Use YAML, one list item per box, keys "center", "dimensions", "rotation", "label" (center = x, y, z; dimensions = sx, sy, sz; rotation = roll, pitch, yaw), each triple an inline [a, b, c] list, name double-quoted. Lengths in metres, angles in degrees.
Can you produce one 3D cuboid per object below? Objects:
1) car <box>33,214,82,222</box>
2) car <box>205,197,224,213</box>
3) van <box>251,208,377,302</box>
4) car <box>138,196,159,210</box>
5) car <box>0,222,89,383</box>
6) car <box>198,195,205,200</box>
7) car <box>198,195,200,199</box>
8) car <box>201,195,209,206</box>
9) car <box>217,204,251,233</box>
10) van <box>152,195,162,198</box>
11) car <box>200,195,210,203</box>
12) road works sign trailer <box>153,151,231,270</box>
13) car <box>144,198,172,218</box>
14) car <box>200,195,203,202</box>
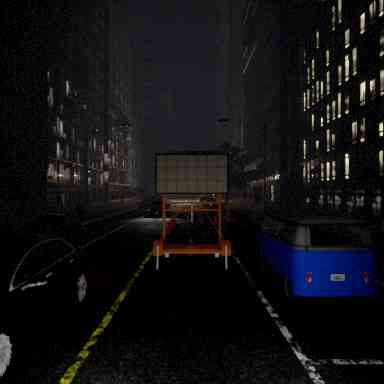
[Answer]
- center: [-5.692, 1.582, 13.678]
  dimensions: [1.802, 1.307, 4.206]
  rotation: [0, 0, 0]
  label: "car"
- center: [2.687, 1.581, 36.446]
  dimensions: [1.802, 1.307, 4.206]
  rotation: [0, 0, 0]
  label: "car"
- center: [2.689, 1.341, 7.984]
  dimensions: [1.690, 1.788, 3.998]
  rotation: [0, 0, 0]
  label: "van"
- center: [-5.694, 1.548, 42.141]
  dimensions: [2.008, 1.369, 4.403]
  rotation: [0, 0, 0]
  label: "car"
- center: [-3.100, 1.505, 5.259]
  dimensions: [1.837, 1.490, 4.892]
  rotation: [0, 0, 0]
  label: "car"
- center: [2.683, 1.462, 93.371]
  dimensions: [1.887, 1.381, 4.507]
  rotation: [0, 0, 0]
  label: "car"
- center: [2.685, 1.410, 64.908]
  dimensions: [1.967, 1.590, 4.097]
  rotation: [0, 0, 0]
  label: "car"
- center: [2.686, 1.544, 47.831]
  dimensions: [2.008, 1.369, 4.403]
  rotation: [0, 0, 0]
  label: "car"
- center: [2.688, 1.581, 19.368]
  dimensions: [1.802, 1.307, 4.206]
  rotation: [0, 0, 0]
  label: "car"
- center: [-5.694, 1.328, 53.526]
  dimensions: [1.690, 1.788, 3.998]
  rotation: [0, 0, 0]
  label: "van"
- center: [2.685, 1.401, 70.600]
  dimensions: [1.967, 1.590, 4.097]
  rotation: [0, 0, 0]
  label: "car"
- center: [-0.001, 0.464, 11.003]
  dimensions: [2.380, 3.560, 2.880]
  rotation: [0, 0, 0]
  label: "road works sign trailer"
- center: [-3.003, 1.525, 30.663]
  dimensions: [1.812, 1.442, 4.674]
  rotation: [0, 0, 0]
  label: "car"
- center: [2.686, 1.538, 53.523]
  dimensions: [2.008, 1.369, 4.403]
  rotation: [0, 0, 0]
  label: "car"
